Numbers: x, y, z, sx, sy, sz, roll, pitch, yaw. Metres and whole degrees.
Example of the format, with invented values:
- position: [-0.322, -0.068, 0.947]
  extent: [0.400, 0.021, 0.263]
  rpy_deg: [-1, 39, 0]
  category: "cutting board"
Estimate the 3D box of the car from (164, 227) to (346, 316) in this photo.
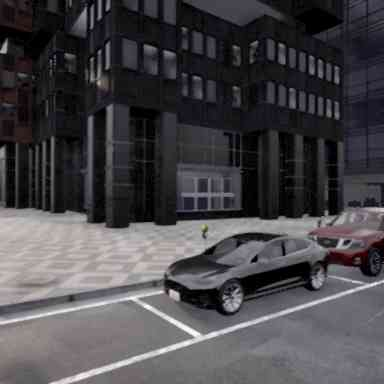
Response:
- position: [1.428, 1.646, 7.713]
  extent: [4.313, 1.339, 1.947]
  rpy_deg: [1, -1, -36]
  category: "car"

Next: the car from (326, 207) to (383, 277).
- position: [5.814, 1.449, 10.912]
  extent: [5.009, 1.841, 2.192]
  rpy_deg: [1, -1, -36]
  category: "car"
